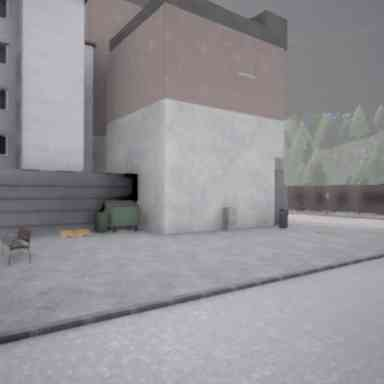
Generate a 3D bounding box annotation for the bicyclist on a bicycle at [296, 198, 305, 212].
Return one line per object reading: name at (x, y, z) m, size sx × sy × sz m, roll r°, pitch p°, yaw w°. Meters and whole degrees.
bicyclist on a bicycle at (12.460, 1.504, 38.185) m, size 1.656 × 1.620 × 0.582 m, roll 0°, pitch 0°, yaw -35°
